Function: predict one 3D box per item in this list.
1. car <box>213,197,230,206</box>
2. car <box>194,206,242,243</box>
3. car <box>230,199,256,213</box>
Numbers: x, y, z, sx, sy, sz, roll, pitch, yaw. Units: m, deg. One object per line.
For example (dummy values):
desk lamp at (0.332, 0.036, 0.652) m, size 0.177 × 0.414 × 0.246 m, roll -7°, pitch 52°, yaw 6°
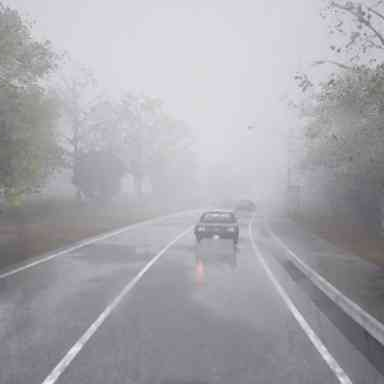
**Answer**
car at (4.103, 1.393, 43.606) m, size 2.128 × 1.511 × 4.902 m, roll 2°, pitch 0°, yaw 19°
car at (1.293, 1.580, 16.009) m, size 1.895 × 1.301 × 4.718 m, roll 1°, pitch 0°, yaw 7°
car at (6.113, 1.543, 37.916) m, size 2.033 × 1.411 × 5.357 m, roll 2°, pitch 0°, yaw 17°
